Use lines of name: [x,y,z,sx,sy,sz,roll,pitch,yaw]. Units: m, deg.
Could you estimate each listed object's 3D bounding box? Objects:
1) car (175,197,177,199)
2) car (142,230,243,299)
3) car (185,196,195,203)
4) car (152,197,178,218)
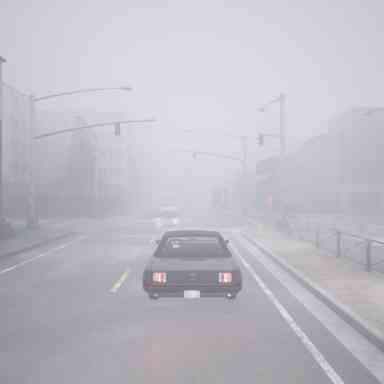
car: [-3.959,1.601,65.546,1.895,1.301,4.718,0,0,0]
car: [0.012,1.601,8.367,1.895,1.301,4.718,0,0,0]
car: [-0.433,1.491,66.649,2.128,1.511,4.902,0,0,0]
car: [-2.696,1.610,31.978,1.812,1.442,4.674,-1,2,-17]
